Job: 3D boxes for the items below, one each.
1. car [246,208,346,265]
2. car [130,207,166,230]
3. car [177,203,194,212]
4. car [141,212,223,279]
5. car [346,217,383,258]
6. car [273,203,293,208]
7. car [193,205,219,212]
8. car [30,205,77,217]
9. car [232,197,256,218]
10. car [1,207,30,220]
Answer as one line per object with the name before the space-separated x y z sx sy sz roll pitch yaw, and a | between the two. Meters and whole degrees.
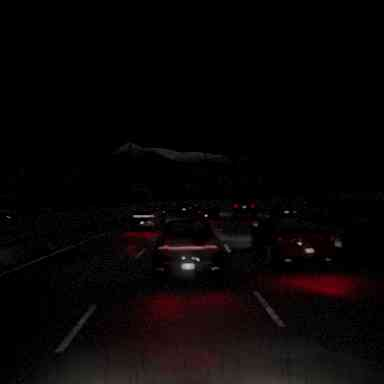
car | 3.382 1.557 11.999 1.882 1.535 5.008 -1 -1 0
car | -3.009 1.780 23.742 2.128 1.511 4.902 -1 -1 5
car | -0.498 1.988 40.195 1.994 1.385 4.181 -1 -1 12
car | -0.119 1.603 10.448 2.128 1.511 4.902 -1 -1 0
car | 6.869 1.551 11.367 1.812 1.442 4.674 -1 -1 0
car | 8.290 1.749 30.264 2.033 1.411 5.357 -1 -1 9
car | 1.661 1.921 33.026 1.895 1.301 4.718 -1 -1 9
car | -12.810 1.999 31.866 2.128 1.511 4.902 -1 -1 8
car | 5.201 1.494 33.078 2.150 2.045 5.566 -1 -1 9
car | -16.319 2.120 32.051 1.994 1.385 4.181 -1 -1 8
